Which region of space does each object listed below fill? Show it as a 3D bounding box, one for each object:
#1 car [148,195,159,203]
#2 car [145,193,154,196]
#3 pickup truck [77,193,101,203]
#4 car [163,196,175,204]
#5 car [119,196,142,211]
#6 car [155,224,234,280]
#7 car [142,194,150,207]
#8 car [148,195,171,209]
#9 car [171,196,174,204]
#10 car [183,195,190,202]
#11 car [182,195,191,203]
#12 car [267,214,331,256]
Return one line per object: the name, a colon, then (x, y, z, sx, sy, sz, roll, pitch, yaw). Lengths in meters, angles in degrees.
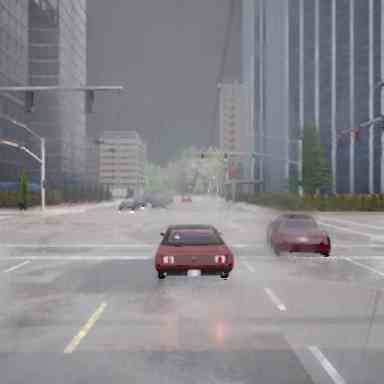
car: (-8.209, 1.507, 71.868, 1.882, 1.535, 5.008, 0, 0, -1)
car: (-8.064, 1.257, 61.401, 2.150, 2.045, 5.566, 0, 0, -1)
pickup truck: (-21.266, 1.098, 67.602, 2.390, 2.098, 6.274, 0, 0, 30)
car: (-4.620, 1.530, 66.127, 2.128, 1.511, 4.902, 0, 0, -1)
car: (-7.838, 1.550, 41.742, 1.812, 1.442, 4.674, 0, 0, 1)
car: (-0.036, 1.607, 9.986, 1.895, 1.301, 4.718, 0, 0, -2)
car: (-7.964, 1.535, 50.995, 1.837, 1.490, 4.892, 0, 0, -1)
car: (-4.399, 1.574, 45.845, 2.033, 1.411, 5.357, 0, 0, -1)
car: (-4.522, 1.537, 55.688, 1.837, 1.490, 4.892, 0, 0, -1)
car: (-1.372, 1.572, 82.489, 1.812, 1.442, 4.674, 0, 0, -1)
car: (-1.211, 1.397, 72.200, 2.097, 1.767, 4.553, 0, 0, -1)
car: (4.110, 1.572, 13.235, 1.994, 1.385, 4.181, 0, 0, 10)
